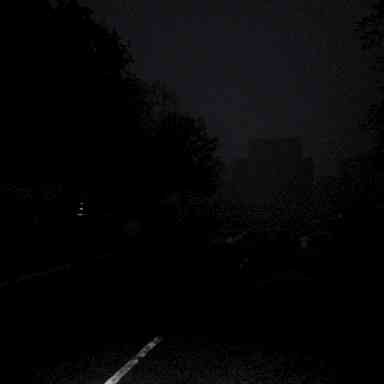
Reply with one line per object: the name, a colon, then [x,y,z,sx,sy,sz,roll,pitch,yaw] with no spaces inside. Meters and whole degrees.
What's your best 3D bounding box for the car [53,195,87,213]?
car: [-11.673,1.112,33.068,4.553,1.767,2.097,1,1,33]
